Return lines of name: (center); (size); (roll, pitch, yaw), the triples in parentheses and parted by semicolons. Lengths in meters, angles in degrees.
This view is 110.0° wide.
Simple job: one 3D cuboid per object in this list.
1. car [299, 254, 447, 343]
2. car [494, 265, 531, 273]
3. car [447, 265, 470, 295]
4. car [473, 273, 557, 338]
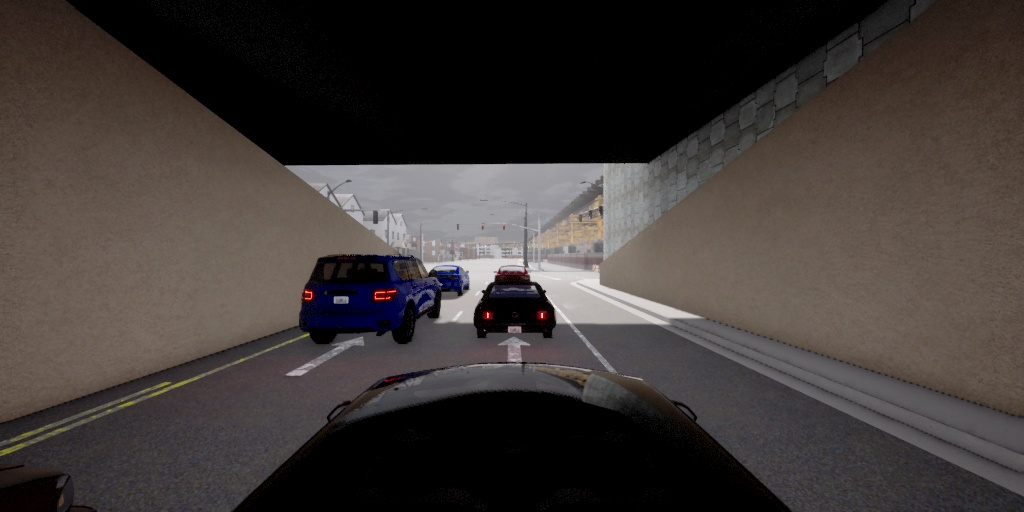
car: (-3.437, 0.971, 9.851); (2.150, 2.045, 5.566); (0, 0, 0)
car: (0.016, 1.228, 19.537); (1.882, 1.535, 5.008); (0, 0, 0)
car: (-3.485, 1.228, 19.788); (1.882, 1.535, 5.008); (0, 0, 0)
car: (0.058, 1.351, 10.200); (1.895, 1.301, 4.718); (0, 0, 0)
